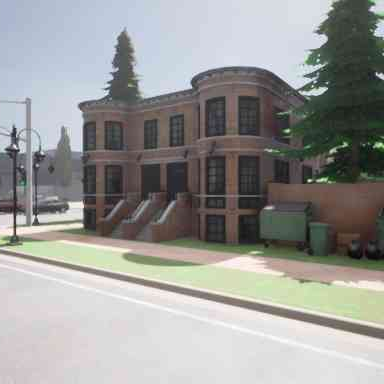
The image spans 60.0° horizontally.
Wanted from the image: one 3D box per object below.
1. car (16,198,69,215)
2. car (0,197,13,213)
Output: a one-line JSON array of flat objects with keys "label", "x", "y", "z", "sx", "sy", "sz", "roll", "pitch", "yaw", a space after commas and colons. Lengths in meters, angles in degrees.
[{"label": "car", "x": -14.805, "y": 1.493, "z": 33.563, "sx": 1.837, "sy": 1.490, "sz": 4.892, "roll": 0, "pitch": 1, "yaw": 34}, {"label": "car", "x": -19.360, "y": 1.343, "z": 33.143, "sx": 2.097, "sy": 1.767, "sz": 4.553, "roll": 0, "pitch": 0, "yaw": 35}]
